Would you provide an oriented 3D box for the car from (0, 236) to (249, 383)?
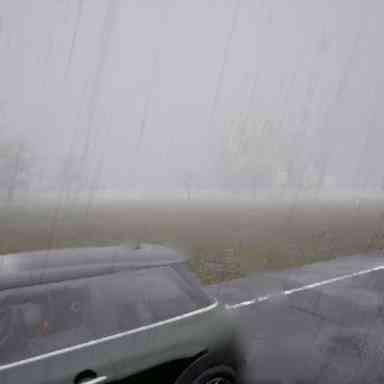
[{"bbox_3d":[-1.721,1.362,2.752,4.553,1.767,2.097,0,0,-35],"label":"car"}]
